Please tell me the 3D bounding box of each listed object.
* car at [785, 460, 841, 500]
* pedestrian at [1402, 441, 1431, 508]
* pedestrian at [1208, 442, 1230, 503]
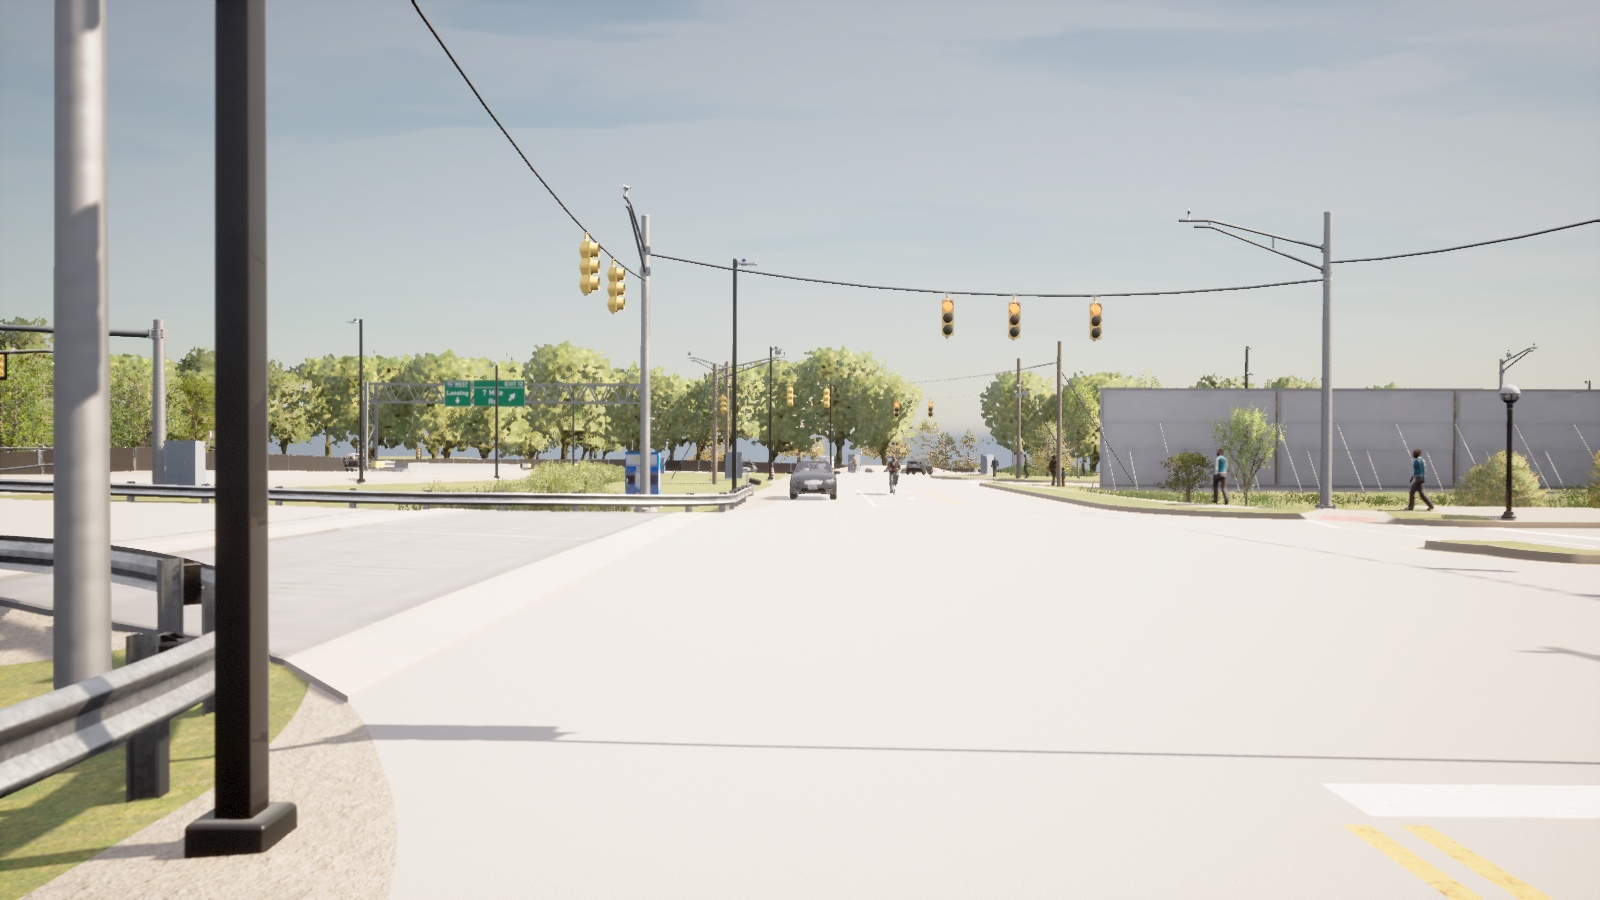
[{"bbox_3d":[0.554,1.157,50.504,2.128,1.511,4.902,0,0,1],"label":"car"},{"bbox_3d":[17.878,0.698,36.418,0.692,1.930,0.396,0,1,13],"label":"pedestrian"},{"bbox_3d":[13.575,0.716,40.660,0.396,1.930,0.692,0,1,-9],"label":"pedestrian"}]
